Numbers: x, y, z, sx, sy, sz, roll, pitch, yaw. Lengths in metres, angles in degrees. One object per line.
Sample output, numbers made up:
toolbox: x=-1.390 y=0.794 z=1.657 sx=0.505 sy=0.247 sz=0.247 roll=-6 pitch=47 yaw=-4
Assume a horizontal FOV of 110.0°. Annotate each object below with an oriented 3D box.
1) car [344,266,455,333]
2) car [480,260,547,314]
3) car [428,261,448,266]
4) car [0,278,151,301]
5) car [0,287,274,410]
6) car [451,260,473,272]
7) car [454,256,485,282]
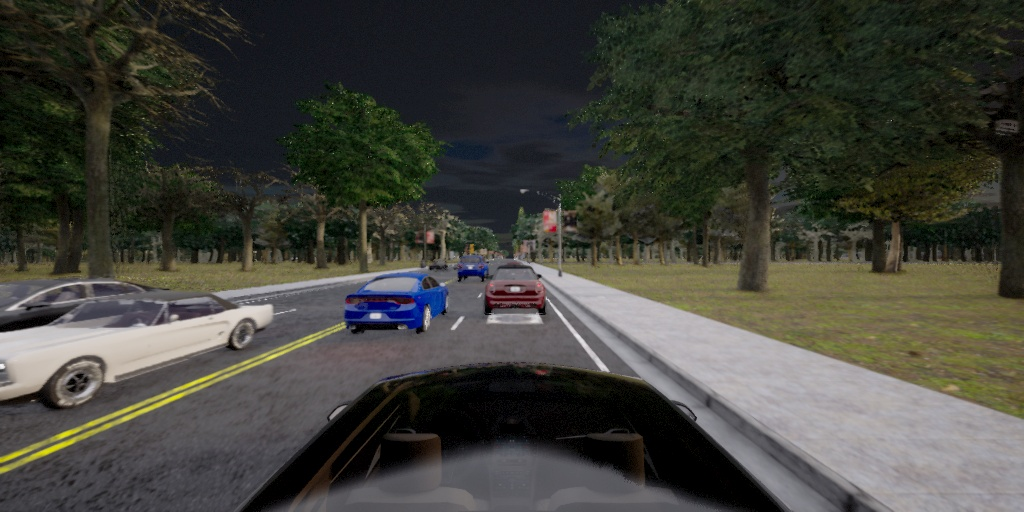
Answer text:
car: x=-3.143 y=1.230 z=10.746 sx=1.882 sy=1.535 sz=5.008 roll=0 pitch=0 yaw=0
car: x=0.111 y=1.105 z=13.826 sx=2.097 sy=1.767 sz=4.553 roll=0 pitch=0 yaw=0
car: x=-9.795 y=1.382 z=47.794 sx=1.895 sy=1.301 sz=4.718 roll=0 pitch=0 yaw=0
car: x=-9.844 y=1.244 z=7.476 sx=2.128 sy=1.511 sz=4.902 roll=0 pitch=0 yaw=0
car: x=-6.596 y=1.352 z=6.268 sx=1.895 sy=1.301 sz=4.718 roll=0 pitch=0 yaw=0
car: x=-6.544 y=1.270 z=47.582 sx=2.128 sy=1.511 sz=4.902 roll=0 pitch=0 yaw=0
car: x=-3.127 y=0.984 z=29.645 sx=2.150 sy=2.045 sz=5.566 roll=0 pitch=0 yaw=0
